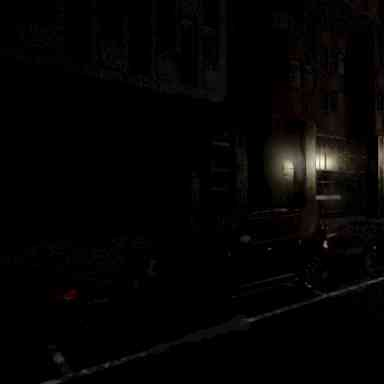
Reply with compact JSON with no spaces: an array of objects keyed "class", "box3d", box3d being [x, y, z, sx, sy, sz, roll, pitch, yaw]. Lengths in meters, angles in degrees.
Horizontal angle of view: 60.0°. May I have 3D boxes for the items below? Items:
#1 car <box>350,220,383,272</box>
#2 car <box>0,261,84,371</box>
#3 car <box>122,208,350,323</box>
[{"class":"car","box3d":[5.591,1.573,10.638,4.206,1.307,1.802,0,0,-35]},{"class":"car","box3d":[-3.532,1.583,4.132,4.206,1.307,1.802,0,0,-35]},{"class":"car","box3d":[1.029,1.311,7.385,5.009,1.841,2.192,0,0,-35]}]
